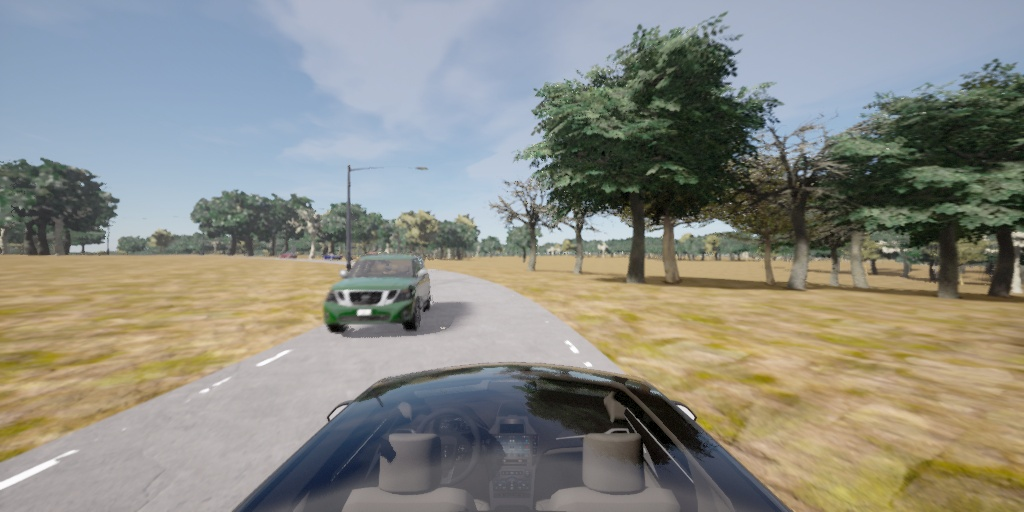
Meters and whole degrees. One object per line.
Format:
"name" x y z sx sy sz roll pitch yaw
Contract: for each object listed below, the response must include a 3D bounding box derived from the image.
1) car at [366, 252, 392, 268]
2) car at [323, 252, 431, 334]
"car" -19.135 0.529 51.401 2.150 2.045 5.566 0 1 -35
"car" -3.777 0.956 11.089 2.150 2.045 5.566 0 0 -7
